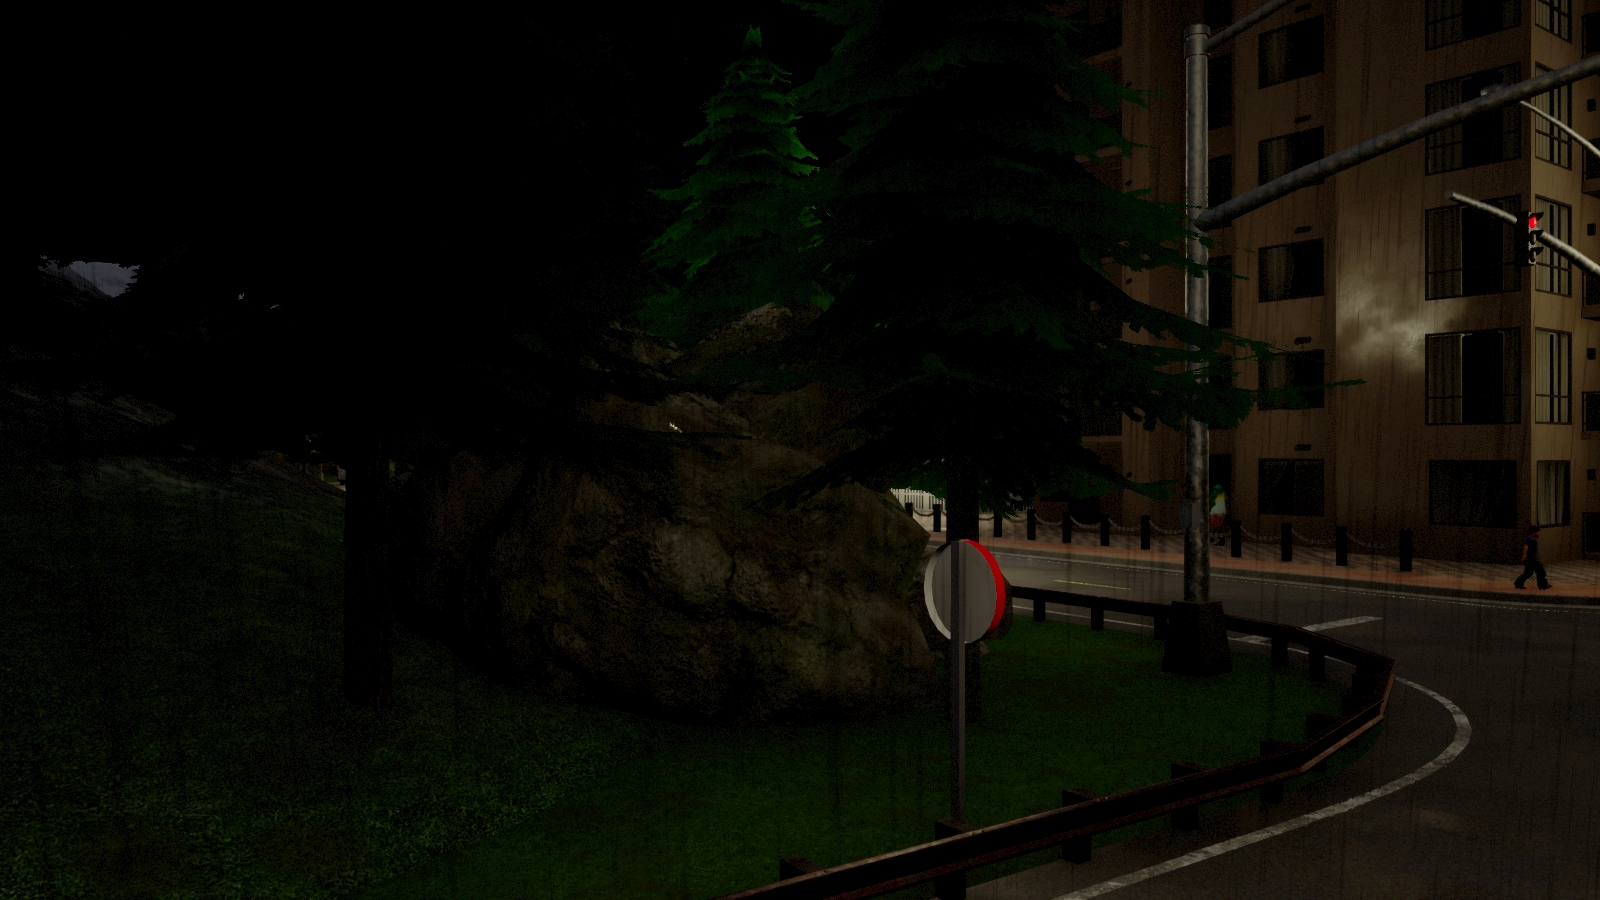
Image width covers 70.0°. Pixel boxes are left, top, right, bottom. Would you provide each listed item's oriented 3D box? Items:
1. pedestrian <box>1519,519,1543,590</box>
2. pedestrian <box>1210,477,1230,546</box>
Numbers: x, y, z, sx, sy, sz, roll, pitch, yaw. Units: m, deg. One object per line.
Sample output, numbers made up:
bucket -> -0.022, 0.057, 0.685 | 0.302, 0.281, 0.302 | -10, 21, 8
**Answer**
pedestrian -> 13.904, 1.974, 21.736 | 0.375, 1.300, 0.375 | 0, 0, 30
pedestrian -> 11.551, 1.677, 31.423 | 0.375, 1.860, 0.375 | 0, 0, -36
